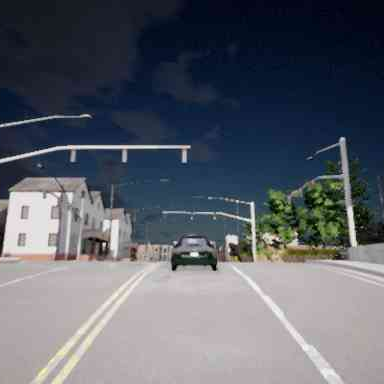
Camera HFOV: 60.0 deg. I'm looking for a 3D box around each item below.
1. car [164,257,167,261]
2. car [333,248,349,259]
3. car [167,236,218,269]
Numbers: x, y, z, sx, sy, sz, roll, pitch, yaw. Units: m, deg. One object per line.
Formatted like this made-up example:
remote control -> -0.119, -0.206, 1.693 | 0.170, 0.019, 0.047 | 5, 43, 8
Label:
car -> -3.560, 11.423, 55.762 | 1.837, 1.490, 4.892 | 0, -12, 1
car -> 14.204, 5.327, 28.109 | 4.181, 1.385, 1.994 | 0, -13, 1
car -> 0.076, 2.706, 15.239 | 1.994, 1.385, 4.181 | 0, -7, -1
